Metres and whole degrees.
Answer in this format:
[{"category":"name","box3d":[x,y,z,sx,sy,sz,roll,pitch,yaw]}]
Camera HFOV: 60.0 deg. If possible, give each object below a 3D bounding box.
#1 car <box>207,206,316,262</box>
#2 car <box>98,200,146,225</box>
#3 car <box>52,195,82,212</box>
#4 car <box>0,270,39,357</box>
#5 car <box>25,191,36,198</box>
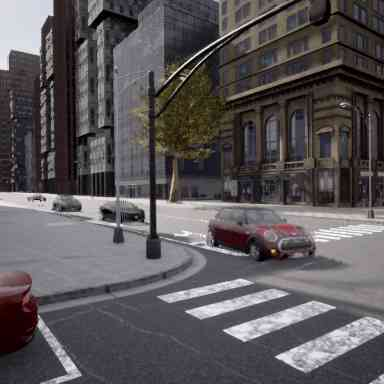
[{"category":"car","box3d":[2.358,1.356,12.330,2.097,1.767,4.553,-1,0,-25]},{"category":"car","box3d":[-5.104,1.372,23.861,1.882,1.535,5.008,-1,1,-36]},{"category":"car","box3d":[-13.218,1.134,35.059,2.097,1.767,4.553,-1,1,-36]},{"category":"car","box3d":[-4.175,1.545,3.660,4.507,1.381,1.887,0,-1,-36]},{"category":"car","box3d":[-22.350,0.907,47.796,1.895,1.301,4.718,-1,1,-36]}]
